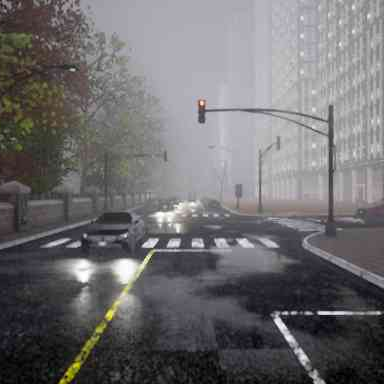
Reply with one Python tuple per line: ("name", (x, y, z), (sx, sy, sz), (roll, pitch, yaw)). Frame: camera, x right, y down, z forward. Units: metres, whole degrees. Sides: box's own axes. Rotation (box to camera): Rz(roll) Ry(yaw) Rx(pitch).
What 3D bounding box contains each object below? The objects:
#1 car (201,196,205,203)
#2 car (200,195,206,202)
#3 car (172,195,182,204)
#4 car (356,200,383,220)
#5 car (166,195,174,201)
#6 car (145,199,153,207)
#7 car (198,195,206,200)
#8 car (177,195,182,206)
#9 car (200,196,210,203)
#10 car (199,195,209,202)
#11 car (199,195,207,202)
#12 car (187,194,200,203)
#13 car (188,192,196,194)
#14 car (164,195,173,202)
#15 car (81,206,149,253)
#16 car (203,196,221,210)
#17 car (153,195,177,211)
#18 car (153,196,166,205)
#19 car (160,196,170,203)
("car", (2.693, 1.567, 47.287), (1.947, 1.339, 4.313), (0, 0, 0))
("car", (2.693, 1.570, 52.920), (1.947, 1.339, 4.313), (0, 0, 0))
("car", (-3.000, 1.507, 68.793), (1.837, 1.490, 4.892), (0, 1, 0))
("car", (14.606, 1.291, 24.864), (4.181, 1.385, 1.994), (-1, 0, 0))
("car", (-5.687, 1.581, 86.713), (1.887, 1.381, 4.507), (0, 0, 0))
("car", (-5.688, 1.583, 47.287), (1.802, 1.307, 4.206), (0, 0, 0))
("car", (2.694, 1.594, 92.345), (2.008, 1.369, 4.403), (0, 0, 0))
("car", (-3.080, 1.482, 53.909), (1.882, 1.535, 5.008), (0, 0, 0))
("car", (2.694, 1.562, 69.818), (1.887, 1.381, 4.507), (0, 0, 0))
("car", (2.694, 1.463, 75.449), (1.967, 1.590, 4.097), (0, 0, 0))
("car", (2.694, 1.469, 81.081), (1.967, 1.590, 4.097), (0, 0, 0))
("car", (0.001, 1.563, 68.524), (2.033, 1.411, 5.357), (0, 0, 0))
("car", (0.002, 1.127, 78.971), (2.150, 2.045, 5.566), (0, 0, 0))
("car", (-5.686, 1.469, 81.081), (1.967, 1.590, 4.097), (0, 0, 0))
("car", (-3.088, 1.522, 13.793), (1.812, 1.442, 4.674), (0, 0, 0))
("car", (2.692, 1.565, 41.654), (1.947, 1.339, 4.313), (0, 0, 0))
("car", (-3.149, 1.490, 39.811), (2.128, 1.511, 4.902), (0, 0, -3))
("car", (-5.687, 1.448, 58.553), (1.967, 1.590, 4.097), (0, 0, 0))
("car", (-5.686, 1.542, 69.648), (1.752, 1.417, 4.829), (0, 0, 0))
